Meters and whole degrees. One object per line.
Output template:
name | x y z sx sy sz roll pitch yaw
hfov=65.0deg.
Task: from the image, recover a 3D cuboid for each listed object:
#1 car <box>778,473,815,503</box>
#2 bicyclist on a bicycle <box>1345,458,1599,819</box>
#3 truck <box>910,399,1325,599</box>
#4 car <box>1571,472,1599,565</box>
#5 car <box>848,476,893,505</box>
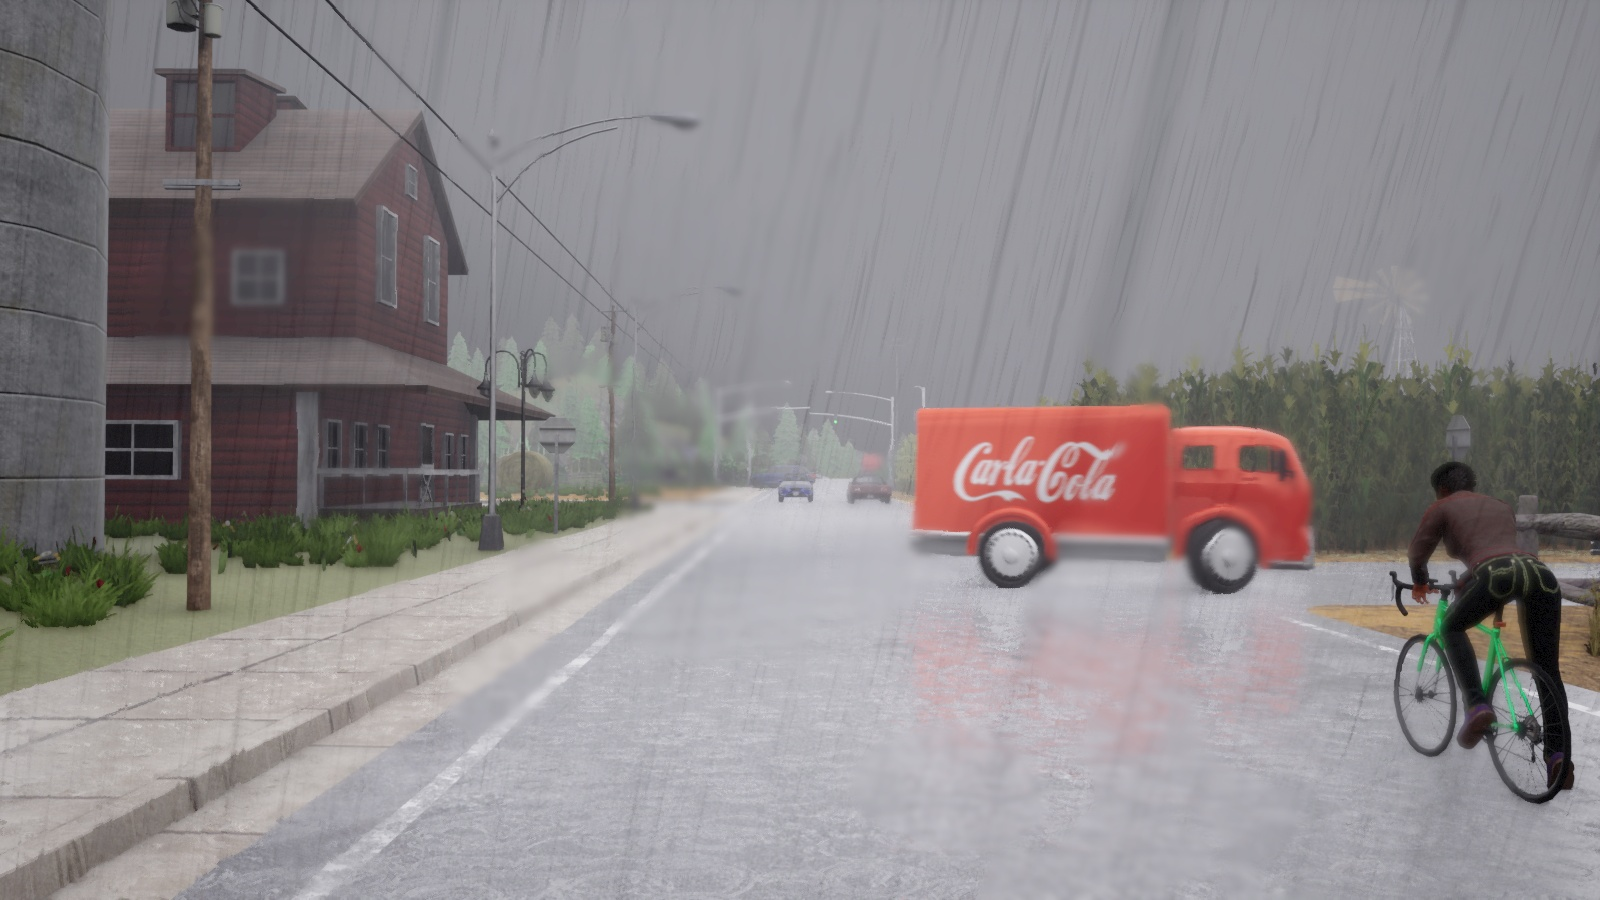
car | -0.200 1.903 64.116 1.816 1.474 4.193 0 -1 0
bicyclist on a bicycle | 3.478 0.862 6.486 0.582 1.620 1.656 0 -1 0
truck | 4.367 0.597 17.514 5.204 2.467 2.627 0 0 17
car | 15.334 1.094 20.049 4.892 1.490 1.837 0 -1 0
car | 3.314 1.903 59.766 1.895 1.301 4.718 0 -1 0
